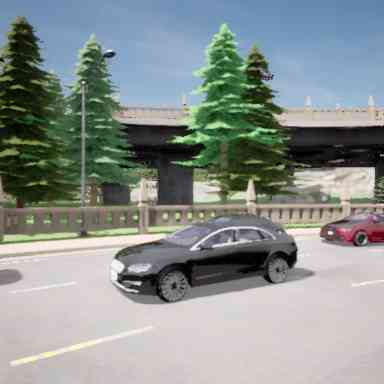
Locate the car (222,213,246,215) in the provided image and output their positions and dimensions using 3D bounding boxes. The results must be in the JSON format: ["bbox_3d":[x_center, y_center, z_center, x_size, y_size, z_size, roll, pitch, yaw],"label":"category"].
[{"bbox_3d":[1.507,1.554,12.622,4.674,1.442,1.812,0,0,-26],"label":"car"}]

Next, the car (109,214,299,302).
[{"bbox_3d":[0.475,1.509,8.279,4.902,1.511,2.128,0,0,-30],"label":"car"}]

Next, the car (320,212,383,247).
[{"bbox_3d":[8.015,1.620,15.108,4.181,1.385,1.994,0,0,-14],"label":"car"}]
